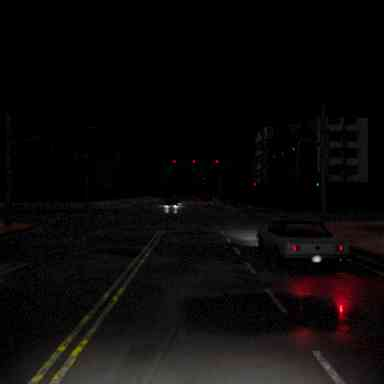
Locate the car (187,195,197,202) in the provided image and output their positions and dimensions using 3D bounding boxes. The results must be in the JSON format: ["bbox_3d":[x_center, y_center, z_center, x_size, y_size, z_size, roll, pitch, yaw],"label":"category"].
[{"bbox_3d":[-0.017,1.353,74.961,2.097,1.767,4.553,0,0,0],"label":"car"}]

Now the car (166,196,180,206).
[{"bbox_3d":[-3.552,1.649,58.645,1.812,1.442,4.674,0,0,1],"label":"car"}]

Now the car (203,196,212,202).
[{"bbox_3d":[3.483,1.521,75.006,1.812,1.442,4.674,0,0,0],"label":"car"}]

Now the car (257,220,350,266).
[{"bbox_3d":[3.557,1.626,11.660,1.895,1.301,4.718,0,0,0],"label":"car"}]
